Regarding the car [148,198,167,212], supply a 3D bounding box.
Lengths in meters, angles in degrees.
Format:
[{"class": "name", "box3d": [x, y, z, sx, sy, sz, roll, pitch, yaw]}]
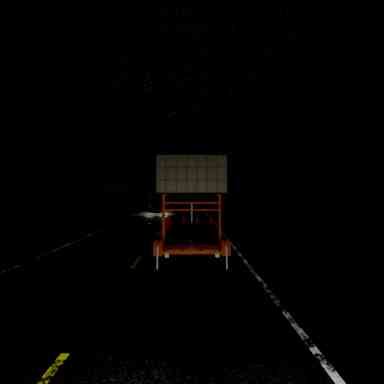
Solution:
[{"class": "car", "box3d": [-3.880, 1.477, 38.227, 1.882, 1.535, 5.008, 0, 0, -1]}]

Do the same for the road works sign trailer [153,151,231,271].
[{"class": "road works sign trailer", "box3d": [-0.009, 0.463, 10.937, 2.380, 3.560, 2.880, 0, 0, -1]}]
